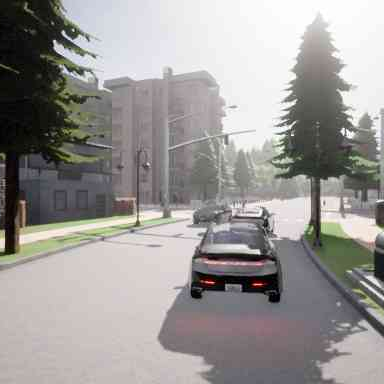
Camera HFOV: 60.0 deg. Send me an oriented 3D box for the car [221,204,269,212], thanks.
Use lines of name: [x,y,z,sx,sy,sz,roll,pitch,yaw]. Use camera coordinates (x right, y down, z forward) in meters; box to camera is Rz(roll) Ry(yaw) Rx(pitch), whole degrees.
car: [3.227,1.491,17.422,2.128,1.511,4.902,0,0,18]

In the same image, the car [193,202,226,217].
car: [1.603,1.542,24.087,1.837,1.490,4.892,0,0,23]

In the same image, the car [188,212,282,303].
car: [1.103,1.492,8.314,2.128,1.511,4.902,0,0,9]
